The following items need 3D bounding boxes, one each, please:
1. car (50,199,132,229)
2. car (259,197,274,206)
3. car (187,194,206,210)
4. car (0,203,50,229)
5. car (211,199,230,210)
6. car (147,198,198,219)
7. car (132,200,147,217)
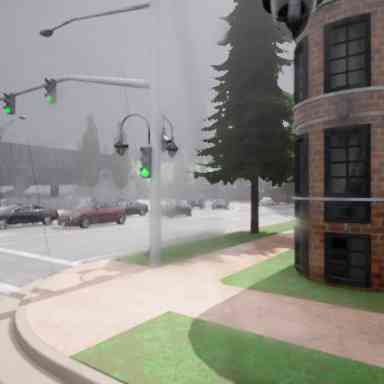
[{"bbox_3d":[-6.589,1.364,22.160,2.097,1.767,4.553,0,0,34],"label":"car"},{"bbox_3d":[11.851,1.539,53.711,1.812,1.442,4.674,0,0,-1],"label":"car"},{"bbox_3d":[0.604,1.236,44.672,2.150,2.045,5.566,0,0,10],"label":"car"},{"bbox_3d":[-11.167,1.505,21.685,2.128,1.511,4.902,0,0,35],"label":"car"},{"bbox_3d":[3.730,1.576,43.021,1.994,1.385,4.181,0,0,13],"label":"car"},{"bbox_3d":[-1.639,1.538,29.737,1.812,1.442,4.674,0,0,31],"label":"car"},{"bbox_3d":[-5.908,1.505,29.477,2.128,1.511,4.902,0,0,31],"label":"car"}]
